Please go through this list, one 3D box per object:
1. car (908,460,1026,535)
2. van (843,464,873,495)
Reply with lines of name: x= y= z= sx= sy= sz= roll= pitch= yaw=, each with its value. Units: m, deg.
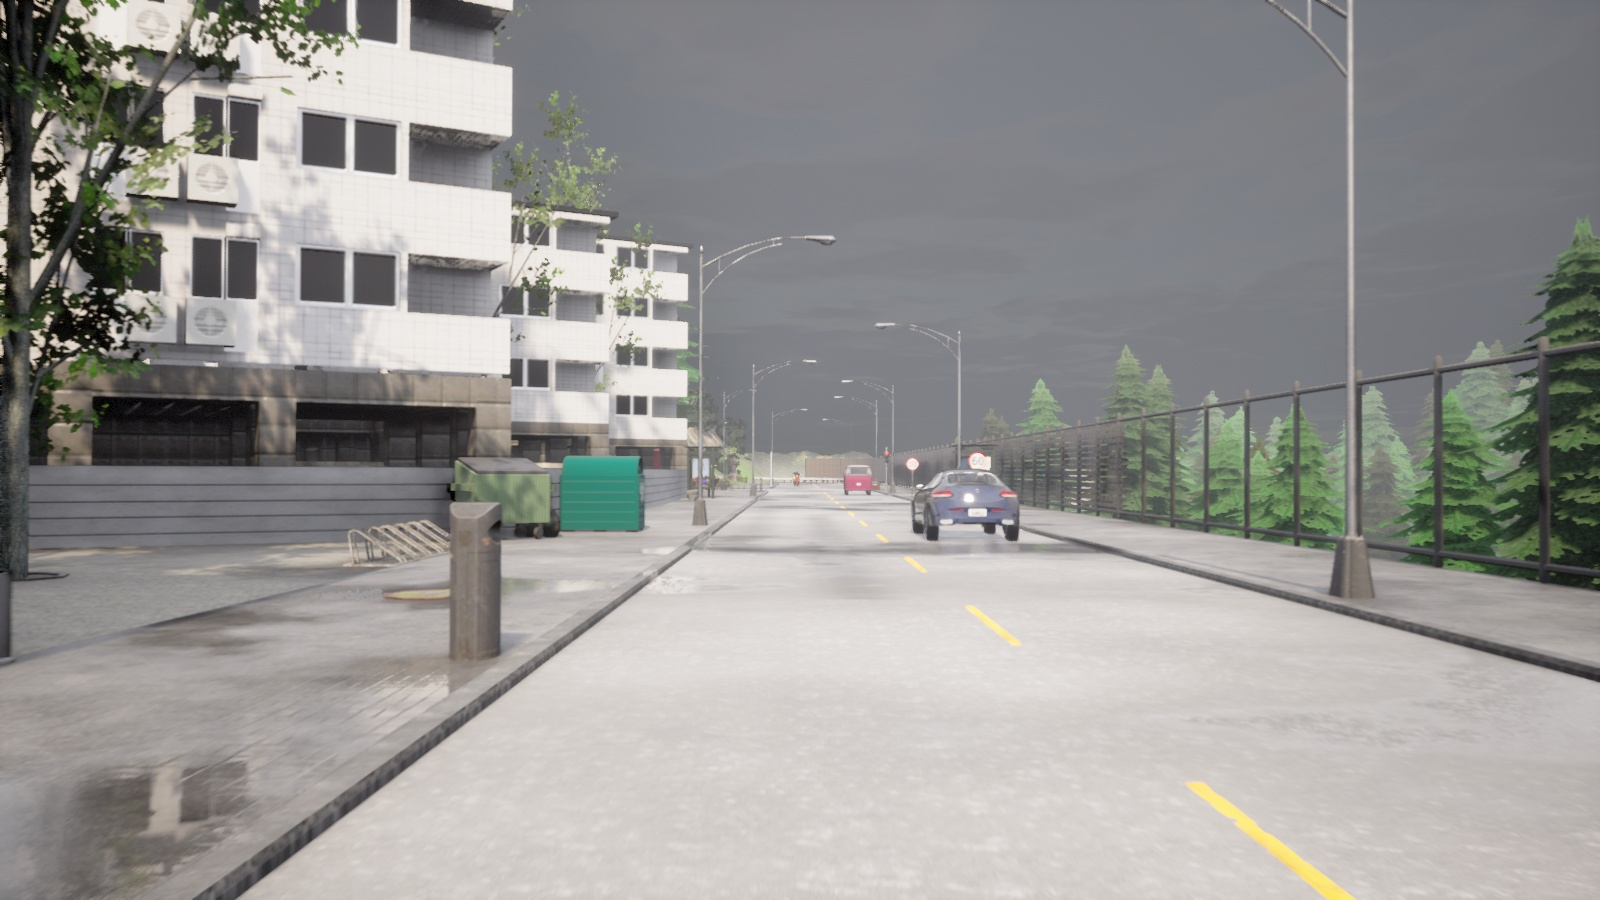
car: x=3.920 y=1.085 z=30.331 sx=2.152 sy=1.651 sz=5.027 roll=0 pitch=-1 yaw=0
van: x=3.784 y=1.936 z=82.644 sx=1.775 sy=1.987 sz=4.442 roll=0 pitch=-1 yaw=0
